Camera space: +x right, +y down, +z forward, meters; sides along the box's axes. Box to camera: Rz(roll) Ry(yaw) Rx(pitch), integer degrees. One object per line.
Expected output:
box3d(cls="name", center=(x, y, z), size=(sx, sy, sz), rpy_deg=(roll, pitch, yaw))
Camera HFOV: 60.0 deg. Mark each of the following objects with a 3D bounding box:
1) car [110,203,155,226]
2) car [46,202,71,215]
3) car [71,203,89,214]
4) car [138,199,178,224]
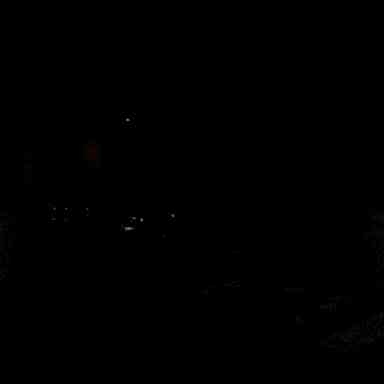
box3d(cls="car", center=(-5.327, 1.980, 27.875), size=(1.837, 1.490, 4.892), rpy_deg=(0, -1, -36))
box3d(cls="car", center=(-19.208, 2.282, 47.214), size=(2.097, 1.767, 4.553), rpy_deg=(0, -1, -35))
box3d(cls="car", center=(-16.931, 2.448, 49.624), size=(1.837, 1.490, 4.892), rpy_deg=(0, -2, -35))
box3d(cls="car", center=(-3.208, 1.711, 30.491), size=(2.150, 2.045, 5.566), rpy_deg=(0, -1, -36))
